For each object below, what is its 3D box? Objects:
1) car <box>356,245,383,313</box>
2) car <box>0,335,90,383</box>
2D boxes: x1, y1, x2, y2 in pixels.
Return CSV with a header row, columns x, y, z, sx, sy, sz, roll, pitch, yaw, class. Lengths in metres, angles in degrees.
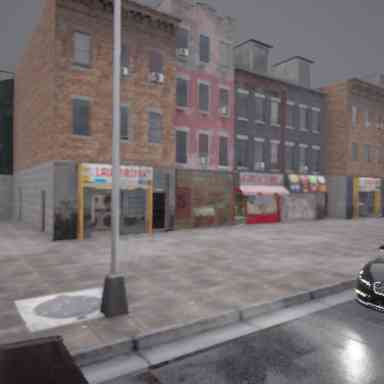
x,y,z,sx,sy,sz,roll,pitch,yaw,class
5.254,1.509,6.690,4.892,1.490,1.837,0,0,-35,car
-2.712,1.579,1.236,4.718,1.301,1.895,0,0,-34,car
